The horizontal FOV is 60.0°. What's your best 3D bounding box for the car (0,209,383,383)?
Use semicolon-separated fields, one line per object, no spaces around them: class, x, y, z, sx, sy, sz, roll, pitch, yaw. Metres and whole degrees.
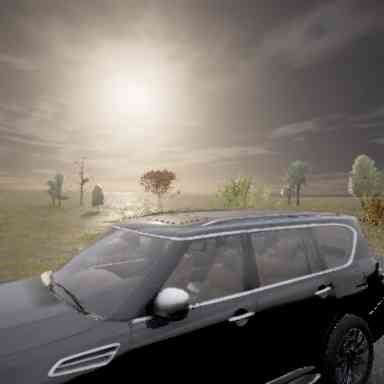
car;-0.074;1.252;3.701;5.566;2.045;2.150;1;-1;-34
